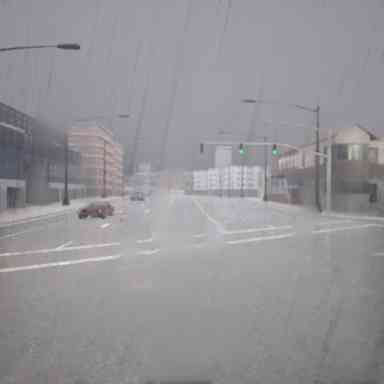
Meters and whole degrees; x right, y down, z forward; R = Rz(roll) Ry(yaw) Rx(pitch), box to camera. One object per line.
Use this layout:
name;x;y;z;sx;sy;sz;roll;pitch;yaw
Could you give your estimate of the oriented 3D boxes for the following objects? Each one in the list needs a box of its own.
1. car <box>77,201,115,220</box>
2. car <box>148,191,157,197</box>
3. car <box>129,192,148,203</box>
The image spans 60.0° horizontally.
car;-7.325;1.421;25.763;1.895;1.301;4.718;0;0;-2
car;-9.121;0.468;76.375;1.882;1.535;5.008;1;0;-2
car;-8.203;0.786;50.593;1.812;1.442;4.674;1;2;-2
